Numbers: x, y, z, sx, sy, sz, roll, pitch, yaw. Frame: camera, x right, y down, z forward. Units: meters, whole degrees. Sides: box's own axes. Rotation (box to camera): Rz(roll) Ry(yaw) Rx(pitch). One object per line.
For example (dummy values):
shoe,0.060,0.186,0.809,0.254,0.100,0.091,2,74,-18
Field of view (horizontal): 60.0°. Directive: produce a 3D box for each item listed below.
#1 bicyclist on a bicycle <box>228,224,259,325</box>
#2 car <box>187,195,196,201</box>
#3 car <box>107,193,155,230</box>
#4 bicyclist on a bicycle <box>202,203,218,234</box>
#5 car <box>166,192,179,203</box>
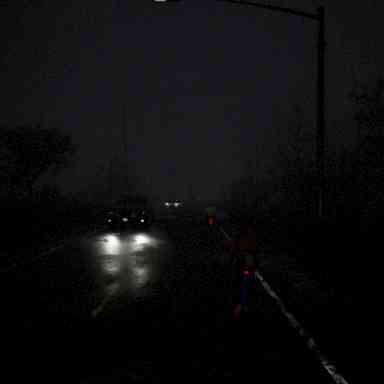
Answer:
bicyclist on a bicycle,0.956,1.422,6.092,0.582,1.620,1.656,0,0,0
car,-0.079,1.253,70.511,2.033,1.411,5.357,0,0,0
car,-3.621,1.122,20.757,2.150,2.045,5.566,0,0,0
bicyclist on a bicycle,0.968,1.352,17.339,0.866,1.612,1.509,0,0,0
car,-3.610,0.963,61.432,2.150,2.045,5.566,0,0,1
